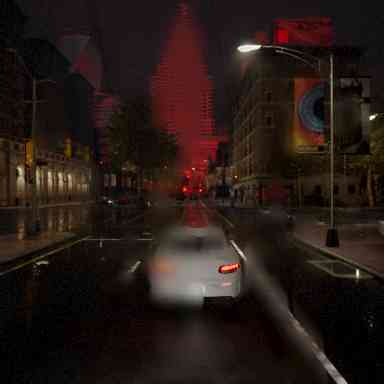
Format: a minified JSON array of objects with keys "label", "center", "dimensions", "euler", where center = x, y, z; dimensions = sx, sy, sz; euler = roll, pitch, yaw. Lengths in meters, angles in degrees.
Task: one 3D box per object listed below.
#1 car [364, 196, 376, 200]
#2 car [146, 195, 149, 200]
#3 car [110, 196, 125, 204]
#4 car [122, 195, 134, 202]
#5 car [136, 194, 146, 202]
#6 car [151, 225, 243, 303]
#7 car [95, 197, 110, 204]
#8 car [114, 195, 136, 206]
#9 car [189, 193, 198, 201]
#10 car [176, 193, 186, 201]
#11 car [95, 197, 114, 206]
[{"label":"car","center":[34.746,1.481,68.020],"dimensions":[2.231,1.521,4.892],"euler":[0,0,0]},{"label":"car","center":[-11.160,1.355,76.746],"dimensions":[2.097,1.767,4.553],"euler":[0,0,0]},{"label":"car","center":[-14.723,1.505,66.316],"dimensions":[1.837,1.490,4.892],"euler":[0,0,1]},{"label":"car","center":[-14.661,1.478,76.730],"dimensions":[1.882,1.535,5.008],"euler":[0,0,0]},{"label":"car","center":[-11.225,1.547,66.526],"dimensions":[2.033,1.411,5.357],"euler":[0,0,1]},{"label":"car","center":[0.112,1.526,8.113],"dimensions":[1.812,1.442,4.674],"euler":[0,0,1]},{"label":"car","center":[-17.954,1.595,66.861],"dimensions":[1.895,1.301,4.718],"euler":[0,0,0]},{"label":"car","center":[-11.334,1.478,56.713],"dimensions":[1.882,1.535,5.008],"euler":[0,0,0]},{"label":"car","center":[0.385,1.355,86.889],"dimensions":[2.097,1.767,4.553],"euler":[0,0,0]},{"label":"car","center":[-3.113,1.553,87.286],"dimensions":[1.994,1.385,4.181],"euler":[0,0,0]},{"label":"car","center":[-14.833,1.547,56.777],"dimensions":[2.033,1.411,5.357],"euler":[0,0,0]}]
